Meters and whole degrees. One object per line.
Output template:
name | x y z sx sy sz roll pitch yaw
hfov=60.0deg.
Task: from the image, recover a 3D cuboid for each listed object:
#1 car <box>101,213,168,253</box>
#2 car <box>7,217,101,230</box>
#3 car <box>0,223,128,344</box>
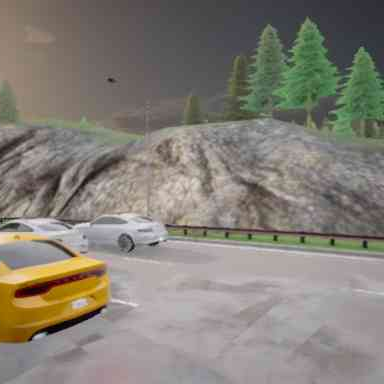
car | -3.185 1.606 14.068 4.674 1.442 1.812 -1 0 30
car | -5.594 1.613 11.427 4.674 1.442 1.812 -1 0 30
car | -3.761 1.530 6.273 5.008 1.535 1.882 -1 0 32
